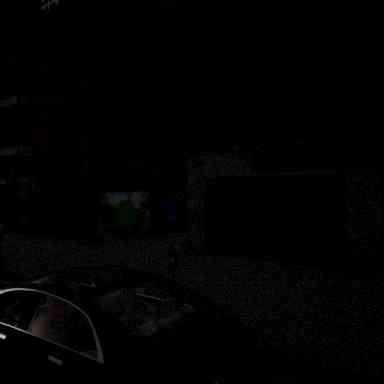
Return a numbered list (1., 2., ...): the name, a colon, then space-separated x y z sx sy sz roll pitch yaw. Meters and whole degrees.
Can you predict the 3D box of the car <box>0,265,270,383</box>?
1. car: -1.339 1.551 3.803 4.403 1.369 2.008 0 0 36
